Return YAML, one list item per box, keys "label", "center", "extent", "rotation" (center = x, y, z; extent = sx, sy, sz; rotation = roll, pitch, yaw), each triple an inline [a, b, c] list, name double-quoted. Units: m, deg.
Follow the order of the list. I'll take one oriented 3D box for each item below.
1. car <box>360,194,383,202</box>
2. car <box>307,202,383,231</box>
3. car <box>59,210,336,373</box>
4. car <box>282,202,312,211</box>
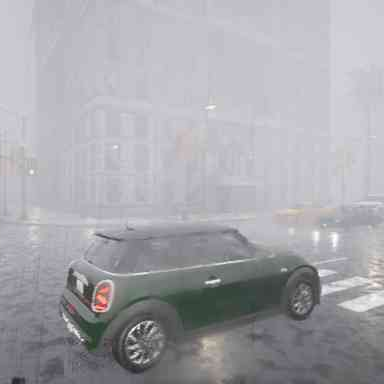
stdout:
- label: "car"
  center: [16.526, 1.221, 29.460]
  extent: [5.566, 2.045, 2.150]
  rotation: [0, 0, -33]
- label: "car"
  center: [9.962, 1.547, 20.923]
  extent: [5.357, 1.411, 2.033]
  rotation: [0, 0, -34]
- label: "car"
  center: [0.189, 1.340, 5.860]
  extent: [4.553, 1.767, 2.097]
  rotation: [0, 0, -34]
- label: "car"
  center: [8.038, 1.478, 23.843]
  extent: [5.008, 1.535, 1.882]
  rotation: [0, 0, -34]
